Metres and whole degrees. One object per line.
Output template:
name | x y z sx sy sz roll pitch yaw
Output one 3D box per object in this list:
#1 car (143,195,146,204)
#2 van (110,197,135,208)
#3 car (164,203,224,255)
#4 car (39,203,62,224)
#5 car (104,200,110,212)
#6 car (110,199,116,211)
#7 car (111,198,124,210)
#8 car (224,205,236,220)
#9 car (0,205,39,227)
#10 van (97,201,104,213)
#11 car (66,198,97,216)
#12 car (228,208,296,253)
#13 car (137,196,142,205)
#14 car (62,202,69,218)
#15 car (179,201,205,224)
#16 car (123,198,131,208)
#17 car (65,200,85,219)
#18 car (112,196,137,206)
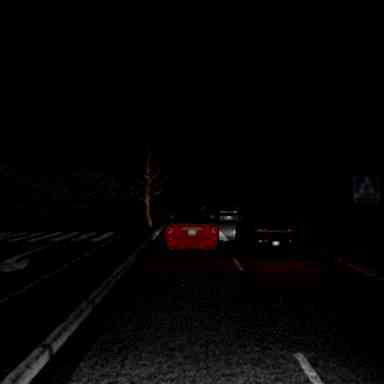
car | -13.828 2.109 77.689 4.553 1.767 2.185 -1 0 -20
van | -13.758 1.989 65.793 4.442 1.987 1.878 -1 0 -20
car | 0.003 1.501 14.085 2.097 1.767 4.553 0 -1 0
car | -13.713 1.819 27.018 5.366 1.575 1.946 0 -1 -20
car | -13.870 2.130 44.852 4.674 1.452 2.002 -1 0 -20
car | -13.900 2.154 47.824 4.792 1.488 2.163 -1 0 -20
car | -13.700 2.144 50.894 5.366 1.575 1.946 -1 -1 -20
car | 3.004 1.861 29.305 2.128 1.511 4.902 0 -1 0
car | -13.883 1.818 23.970 4.674 1.452 2.002 0 -1 -20
van | -13.772 1.829 41.923 4.442 1.987 1.878 0 -1 -20
car | -13.851 1.888 38.895 4.553 1.767 2.185 0 -1 -20
car | 3.005 1.647 14.312 2.128 1.511 4.902 0 -1 0
car | -13.840 1.969 68.746 5.566 2.045 2.435 -1 0 -20
car | -13.910 1.902 29.922 4.792 1.488 2.163 0 -1 -20
car | 0.002 1.715 29.092 2.097 1.767 4.553 0 -1 0
car | -13.863 2.240 59.778 4.674 1.452 2.002 -1 0 -20
car | -13.708 1.917 32.984 5.366 1.575 1.946 0 -1 -20
car | -13.894 1.960 62.750 5.566 2.045 2.435 -1 0 -20
